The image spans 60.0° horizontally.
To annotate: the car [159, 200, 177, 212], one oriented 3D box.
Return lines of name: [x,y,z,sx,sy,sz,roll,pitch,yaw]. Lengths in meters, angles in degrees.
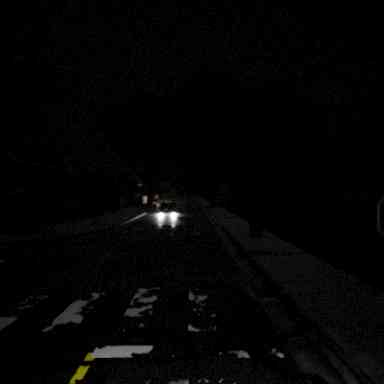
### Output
car: [-2.806,1.599,38.883,1.895,1.301,4.718,0,0,0]
